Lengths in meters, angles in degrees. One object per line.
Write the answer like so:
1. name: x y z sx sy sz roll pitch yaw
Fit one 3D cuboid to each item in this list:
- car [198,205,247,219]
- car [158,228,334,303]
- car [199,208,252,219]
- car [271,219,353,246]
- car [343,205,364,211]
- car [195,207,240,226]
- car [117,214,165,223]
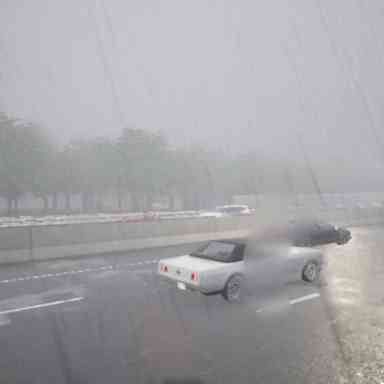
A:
1. car: 3.189 2.321 31.980 5.566 2.045 2.150 0 -3 -35
2. car: 1.563 1.908 9.063 4.718 1.301 1.895 0 -3 -36
3. car: 3.378 2.421 27.807 5.008 1.535 1.882 0 -3 -35
4. car: 5.642 2.019 16.287 5.357 1.411 2.033 0 -3 -36
5. car: 28.314 2.991 58.205 4.181 1.385 1.994 0 -2 -35
6. car: 2.822 2.605 36.003 4.553 1.767 2.097 0 -3 -35
7. car: -5.300 2.998 34.496 4.718 1.301 1.895 0 -3 -36
